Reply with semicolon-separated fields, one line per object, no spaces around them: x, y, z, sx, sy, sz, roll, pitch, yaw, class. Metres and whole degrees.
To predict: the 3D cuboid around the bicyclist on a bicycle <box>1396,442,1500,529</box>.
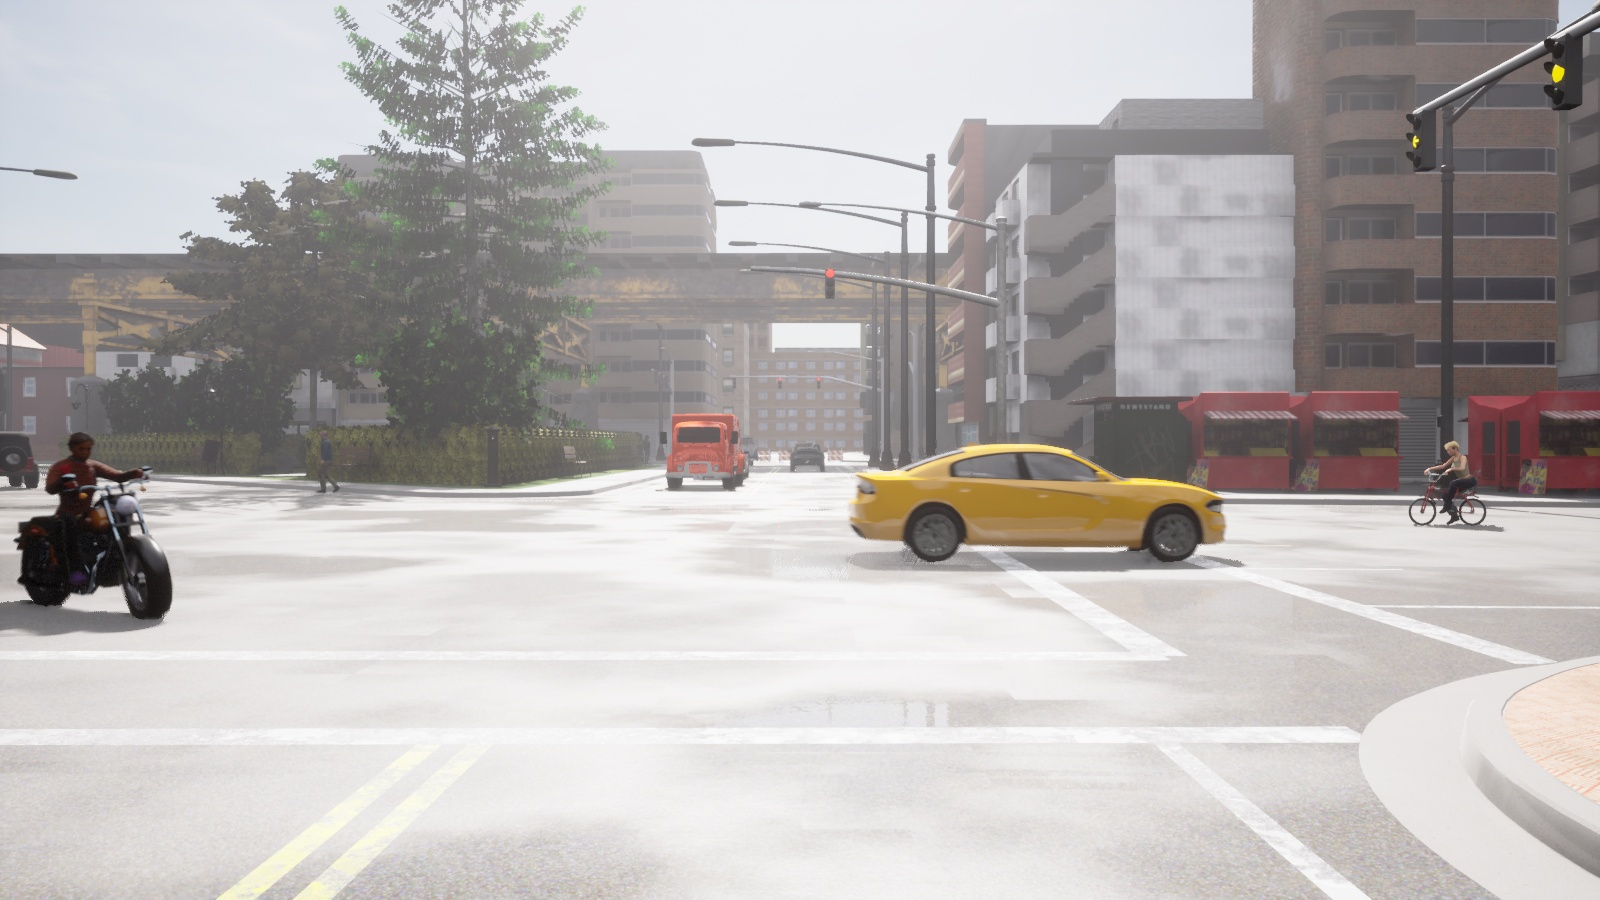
12.324;0.658;23.903;1.509;1.612;0.866;1;0;-1;bicyclist on a bicycle

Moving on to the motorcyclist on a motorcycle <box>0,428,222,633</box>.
-6.183;0.635;11.121;2.350;1.649;0.766;1;2;33;motorcyclist on a motorcycle

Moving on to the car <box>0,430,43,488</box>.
-26.927;0.283;42.083;1.905;1.878;3.866;0;0;-43;car

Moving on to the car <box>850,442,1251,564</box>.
3.222;0.667;16.880;5.008;1.535;1.882;0;0;0;car

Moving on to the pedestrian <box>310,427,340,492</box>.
-13.602;0.278;35.942;0.726;1.842;0.402;0;0;-6;pedestrian

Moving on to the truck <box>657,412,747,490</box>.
-3.240;0.017;42.607;2.627;2.467;5.204;0;0;0;truck

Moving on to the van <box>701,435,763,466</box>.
-4.439;0.039;81.300;1.775;1.987;4.442;0;0;-38;van

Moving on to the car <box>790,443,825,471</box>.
0.406;0.366;68.269;1.837;1.490;4.892;0;0;0;car
